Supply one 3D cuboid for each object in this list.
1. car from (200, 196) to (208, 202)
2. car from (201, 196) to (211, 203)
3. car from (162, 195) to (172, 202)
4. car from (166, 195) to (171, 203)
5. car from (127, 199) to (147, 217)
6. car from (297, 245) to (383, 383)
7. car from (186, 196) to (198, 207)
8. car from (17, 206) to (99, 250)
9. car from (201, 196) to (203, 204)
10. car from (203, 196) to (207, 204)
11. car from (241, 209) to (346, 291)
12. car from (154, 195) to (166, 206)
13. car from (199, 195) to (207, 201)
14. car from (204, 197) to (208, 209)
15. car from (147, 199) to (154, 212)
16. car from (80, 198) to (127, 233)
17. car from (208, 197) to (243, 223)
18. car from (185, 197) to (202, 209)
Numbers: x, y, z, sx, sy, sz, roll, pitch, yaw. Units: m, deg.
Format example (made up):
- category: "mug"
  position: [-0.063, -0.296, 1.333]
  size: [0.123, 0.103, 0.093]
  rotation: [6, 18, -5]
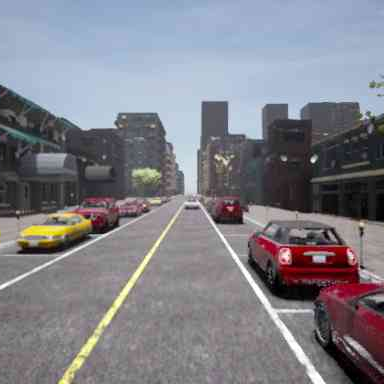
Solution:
- category: "car"
  position: [2.799, 1.611, 77.872]
  size: [1.802, 1.307, 4.206]
  rotation: [0, 0, 0]
- category: "car"
  position: [2.802, 1.588, 68.871]
  size: [1.947, 1.339, 4.313]
  rotation: [0, 0, 0]
- category: "car"
  position: [-5.839, 1.468, 76.769]
  size: [1.967, 1.590, 4.097]
  rotation: [0, 0, 0]
- category: "car"
  position: [-5.829, 1.571, 65.950]
  size: [2.008, 1.369, 4.403]
  rotation: [1, 0, 0]
- category: "car"
  position: [-5.695, 1.587, 31.107]
  size: [1.802, 1.307, 4.206]
  rotation: [1, 0, 0]
- category: "car"
  position: [2.695, 1.582, 3.443]
  size: [1.802, 1.307, 4.206]
  rotation: [1, 0, 0]
- category: "car"
  position: [-0.019, 1.519, 54.397]
  size: [1.837, 1.490, 4.892]
  rotation: [0, 0, 0]
- category: "car"
  position: [-5.688, 1.526, 14.338]
  size: [1.752, 1.417, 4.829]
  rotation: [1, 0, 0]
- category: "car"
  position: [2.739, 1.539, 53.105]
  size: [1.752, 1.417, 4.829]
  rotation: [0, 0, 0]
- category: "car"
  position: [2.690, 1.554, 41.868]
  size: [1.887, 1.381, 4.507]
  rotation: [1, 0, 0]
- category: "car"
  position: [2.695, 1.441, 8.977]
  size: [1.967, 1.590, 4.097]
  rotation: [1, 0, 0]
- category: "car"
  position: [-5.772, 1.539, 54.715]
  size: [1.752, 1.417, 4.829]
  rotation: [1, 0, 0]
- category: "car"
  position: [2.796, 1.581, 86.874]
  size: [1.887, 1.381, 4.507]
  rotation: [0, 0, 0]
- category: "car"
  position: [2.684, 1.573, 36.642]
  size: [1.947, 1.339, 4.313]
  rotation: [1, 0, 0]
- category: "car"
  position: [-5.695, 1.447, 36.640]
  size: [1.967, 1.590, 4.097]
  rotation: [1, 0, 0]
- category: "car"
  position: [-5.688, 1.317, 20.041]
  size: [2.192, 1.841, 5.009]
  rotation: [1, 0, 0]
- category: "car"
  position: [2.690, 1.319, 25.576]
  size: [2.192, 1.841, 5.009]
  rotation: [1, 0, 0]
- category: "car"
  position: [-0.015, 1.610, 44.375]
  size: [1.895, 1.301, 4.718]
  rotation: [0, 0, 0]
